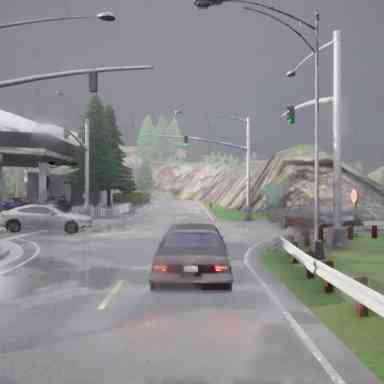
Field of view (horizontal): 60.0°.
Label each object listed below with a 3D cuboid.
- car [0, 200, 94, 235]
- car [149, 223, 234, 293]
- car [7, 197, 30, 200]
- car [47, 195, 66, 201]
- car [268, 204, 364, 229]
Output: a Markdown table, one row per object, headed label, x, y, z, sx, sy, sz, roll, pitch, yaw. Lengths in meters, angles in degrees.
| label | x | y | z | sx | sy | sz | roll | pitch | yaw |
| --- | --- | --- | --- | --- | --- | --- | --- | --- | --- |
| car | -7.579 | 1.371 | 17.450 | 4.674 | 1.442 | 1.812 | 2 | 0 | -1 |
| car | 0.029 | 1.546 | 8.998 | 2.033 | 1.411 | 5.357 | 0 | 0 | 1 |
| car | -20.324 | 1.476 | 39.592 | 2.242 | 1.667 | 4.611 | 0 | 0 | -1 |
| car | -14.607 | 1.309 | 35.327 | 1.905 | 1.878 | 3.866 | 0 | 0 | -1 |
| car | 6.315 | 1.357 | 17.623 | 2.033 | 1.411 | 5.357 | 0 | 0 | -25 |
